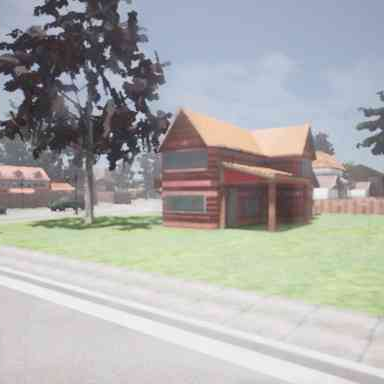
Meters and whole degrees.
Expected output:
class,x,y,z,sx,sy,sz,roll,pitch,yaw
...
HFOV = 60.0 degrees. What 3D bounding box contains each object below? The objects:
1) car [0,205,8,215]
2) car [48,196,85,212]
class,x,y,z,sx,sy,sz,roll,pitch,yaw
car,-22.312,1.829,35.909,1.994,1.385,4.181,0,0,35
car,-16.337,1.508,44.510,2.150,2.045,5.566,0,0,35
